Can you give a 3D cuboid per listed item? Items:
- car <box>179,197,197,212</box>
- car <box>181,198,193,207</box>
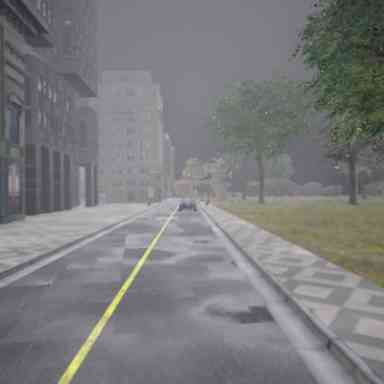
[{"bbox_3d":[-0.506,1.426,40.862,2.097,1.767,4.553,-1,0,-1],"label":"car"},{"bbox_3d":[-0.774,1.662,54.117,1.812,1.442,4.674,-1,0,0],"label":"car"}]
